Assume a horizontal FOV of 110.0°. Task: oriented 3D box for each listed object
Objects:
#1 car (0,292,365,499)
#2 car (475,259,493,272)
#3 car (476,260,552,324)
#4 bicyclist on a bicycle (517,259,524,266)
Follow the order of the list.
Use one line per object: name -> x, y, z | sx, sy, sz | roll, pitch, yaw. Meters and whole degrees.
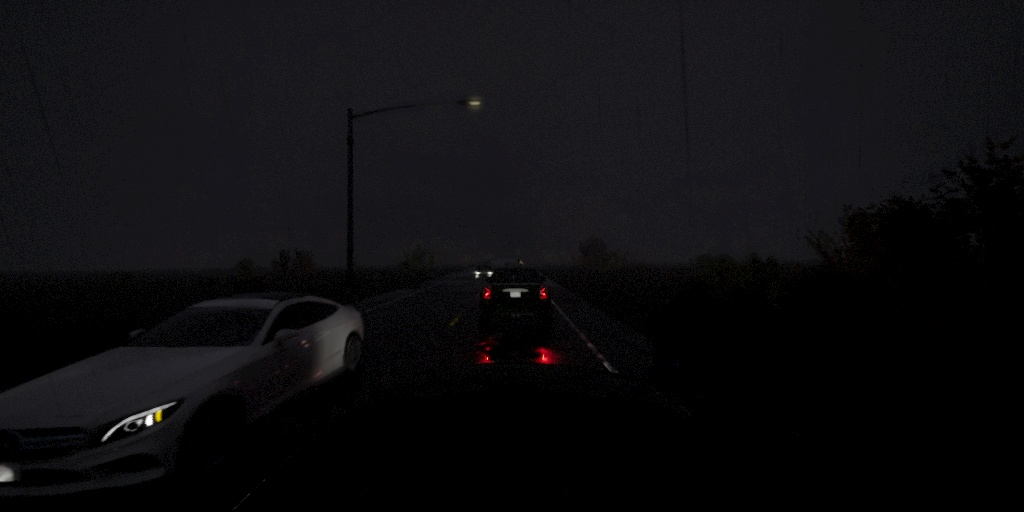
car -> -3.611, 1.274, 4.869 | 1.812, 1.442, 4.674 | 0, 0, 0
car -> -3.586, 1.212, 46.877 | 1.882, 1.535, 5.008 | 0, 0, 0
car -> 0.099, 1.097, 12.112 | 2.097, 1.767, 4.553 | 0, 0, 0
bicyclist on a bicycle -> 0.959, 1.171, 40.066 | 0.866, 1.612, 1.509 | 0, 2, 0
